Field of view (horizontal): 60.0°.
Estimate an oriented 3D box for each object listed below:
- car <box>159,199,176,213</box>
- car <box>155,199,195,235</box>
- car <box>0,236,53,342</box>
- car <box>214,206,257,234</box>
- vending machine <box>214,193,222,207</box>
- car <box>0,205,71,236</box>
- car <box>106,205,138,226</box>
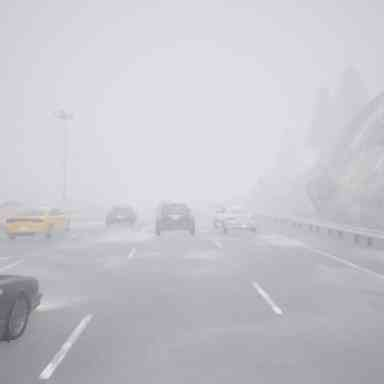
[{"bbox_3d":[-2.909,1.547,38.130,1.837,1.490,4.892,0,0,-6],"label":"car"},{"bbox_3d":[-1.028,1.372,19.217,2.097,1.767,4.553,0,0,-5],"label":"car"},{"bbox_3d":[-3.505,1.558,3.435,2.033,1.411,5.357,0,0,-2],"label":"car"},{"bbox_3d":[2.469,1.539,19.490,1.812,1.442,4.674,0,0,-5],"label":"car"},{"bbox_3d":[4.111,1.235,51.962,1.100,2.100,0.880,0,0,-6],"label":"vending machine"},{"bbox_3d":[-7.893,1.511,17.566,1.882,1.535,5.008,0,0,-5],"label":"car"},{"bbox_3d":[-5.010,1.598,24.132,1.994,1.385,4.181,0,0,-6],"label":"car"}]
